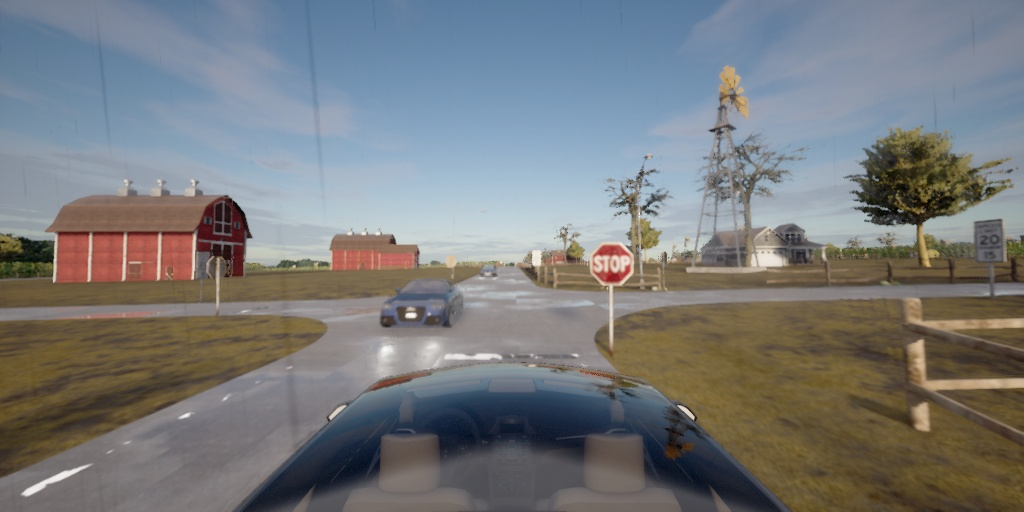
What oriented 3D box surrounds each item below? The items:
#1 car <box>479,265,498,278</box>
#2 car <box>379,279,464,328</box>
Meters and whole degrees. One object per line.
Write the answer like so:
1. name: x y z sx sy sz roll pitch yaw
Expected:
1. car: -2.743 1.827 42.686 1.812 1.442 4.674 0 0 0
2. car: -2.750 1.448 11.749 1.994 1.385 4.181 0 -1 0
